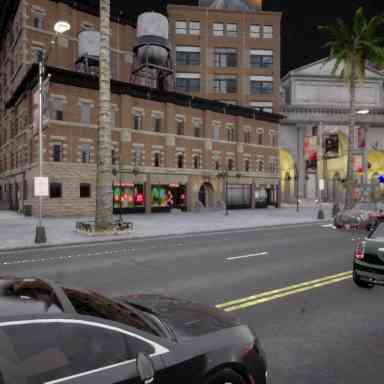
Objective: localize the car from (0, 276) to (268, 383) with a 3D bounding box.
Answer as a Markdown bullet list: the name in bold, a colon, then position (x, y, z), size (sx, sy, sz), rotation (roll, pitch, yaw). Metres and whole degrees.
- **car**: position (-1.477, 1.505, 2.685), size (4.892, 1.490, 1.837), rotation (0, 0, -36)

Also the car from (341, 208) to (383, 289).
- **car**: position (5.902, 1.352, 7.977), size (4.553, 1.767, 2.097), rotation (0, 0, -35)

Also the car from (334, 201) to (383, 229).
- **car**: position (10.626, 1.352, 20.137), size (4.553, 1.767, 2.097), rotation (0, 0, -35)
